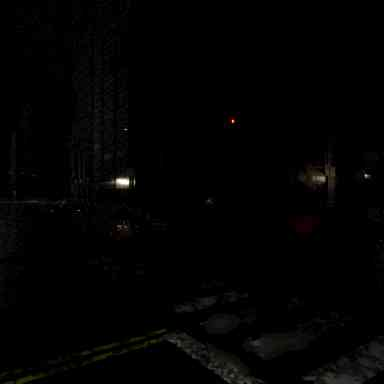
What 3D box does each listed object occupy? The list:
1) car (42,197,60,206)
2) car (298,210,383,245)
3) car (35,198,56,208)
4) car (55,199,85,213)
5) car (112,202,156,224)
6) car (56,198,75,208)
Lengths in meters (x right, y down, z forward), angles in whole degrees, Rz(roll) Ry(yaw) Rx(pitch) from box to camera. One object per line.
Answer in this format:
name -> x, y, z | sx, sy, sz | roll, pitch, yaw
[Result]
car -> -26.483, 1.805, 62.418 | 2.128, 1.511, 4.902 | 1, -1, -36
car -> 7.112, 1.545, 14.576 | 4.674, 1.442, 1.812 | 0, 0, 22
car -> -23.351, 1.770, 52.623 | 1.812, 1.442, 4.674 | 1, -1, -35
car -> -14.286, 1.716, 39.671 | 2.033, 1.411, 5.357 | 1, -1, -35
car -> -4.577, 1.583, 25.959 | 2.128, 1.511, 4.902 | 1, -1, -35
car -> -20.692, 1.792, 54.242 | 1.812, 1.442, 4.674 | 1, -1, -35
